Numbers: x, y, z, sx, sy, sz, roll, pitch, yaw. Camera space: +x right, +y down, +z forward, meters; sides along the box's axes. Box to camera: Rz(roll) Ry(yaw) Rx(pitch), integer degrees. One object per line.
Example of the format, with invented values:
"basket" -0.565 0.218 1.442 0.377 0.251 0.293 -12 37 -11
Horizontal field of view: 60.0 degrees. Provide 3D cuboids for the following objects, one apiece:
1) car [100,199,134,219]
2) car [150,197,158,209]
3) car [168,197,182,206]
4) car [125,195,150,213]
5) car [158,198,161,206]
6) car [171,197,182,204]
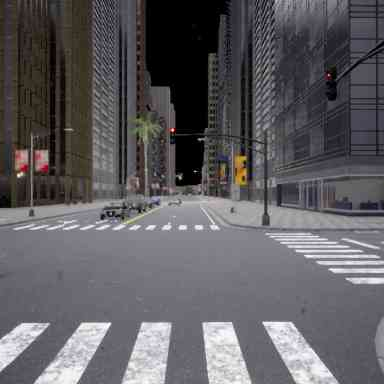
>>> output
"car" -6.642 1.627 29.175 1.994 1.385 4.181 0 0 0
"car" -6.664 1.482 48.428 2.097 1.767 4.553 0 0 0
"car" -3.241 1.781 59.847 1.895 1.301 4.718 0 0 0
"car" -6.657 1.314 38.499 2.150 2.045 5.566 0 0 0
"car" -6.635 1.652 58.567 1.882 1.535 5.008 0 0 0
"car" -3.255 1.788 69.742 1.994 1.385 4.181 0 0 0
